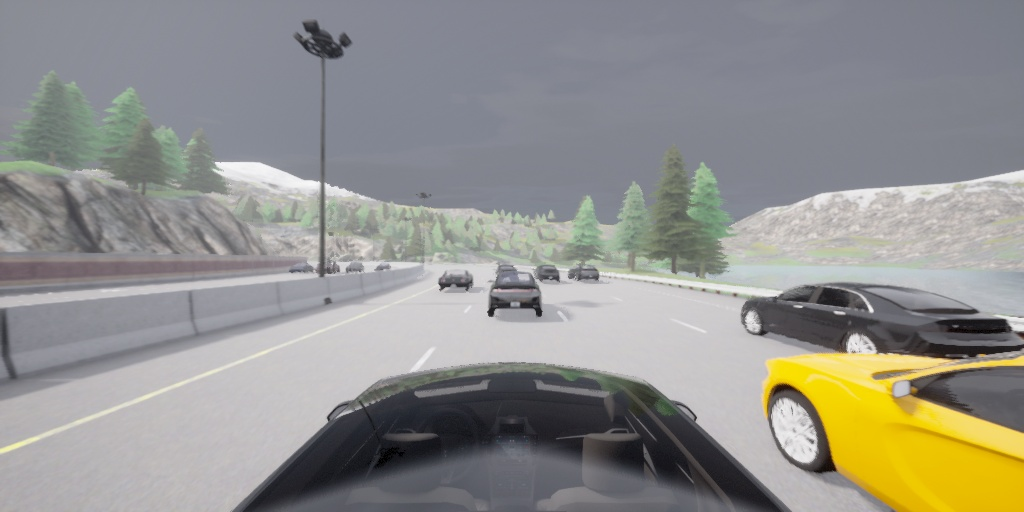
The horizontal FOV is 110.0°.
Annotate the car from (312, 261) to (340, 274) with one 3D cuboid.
[{"bbox_3d":[-24.749,1.476,48.230,2.097,1.767,4.553,0,0,-13],"label":"car"}]

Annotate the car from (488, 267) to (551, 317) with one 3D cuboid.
[{"bbox_3d":[0.103,1.342,13.794,2.128,1.511,4.902,0,0,0],"label":"car"}]

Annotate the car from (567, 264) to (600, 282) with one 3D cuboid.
[{"bbox_3d":[6.335,1.496,32.178,2.128,1.511,4.902,0,0,-5],"label":"car"}]

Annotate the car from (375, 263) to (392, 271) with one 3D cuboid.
[{"bbox_3d":[-18.238,1.700,51.303,2.033,1.411,5.357,0,0,-13],"label":"car"}]

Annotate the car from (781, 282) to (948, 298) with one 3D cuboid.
[{"bbox_3d":[7.102,1.309,7.767,1.837,1.490,4.892,0,0,0],"label":"car"}]

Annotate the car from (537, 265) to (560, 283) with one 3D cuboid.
[{"bbox_3d":[2.910,1.502,31.350,1.837,1.490,4.892,1,0,-5],"label":"car"}]

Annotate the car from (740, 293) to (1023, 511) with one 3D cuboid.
[{"bbox_3d":[3.597,1.230,1.806,1.882,1.535,5.008,0,0,0],"label":"car"}]

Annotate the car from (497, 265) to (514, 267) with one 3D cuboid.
[{"bbox_3d":[-0.591,1.500,31.284,1.837,1.490,4.892,1,0,-5],"label":"car"}]

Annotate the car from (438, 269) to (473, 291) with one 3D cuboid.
[{"bbox_3d":[-3.597,1.531,23.752,1.895,1.301,4.718,0,0,-2],"label":"car"}]

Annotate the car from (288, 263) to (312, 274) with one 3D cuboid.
[{"bbox_3d":[-28.383,1.674,48.607,2.033,1.411,5.357,0,0,-13],"label":"car"}]

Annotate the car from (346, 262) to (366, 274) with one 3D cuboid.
[{"bbox_3d":[-21.380,1.638,49.179,1.837,1.490,4.892,0,-1,-13],"label":"car"}]
